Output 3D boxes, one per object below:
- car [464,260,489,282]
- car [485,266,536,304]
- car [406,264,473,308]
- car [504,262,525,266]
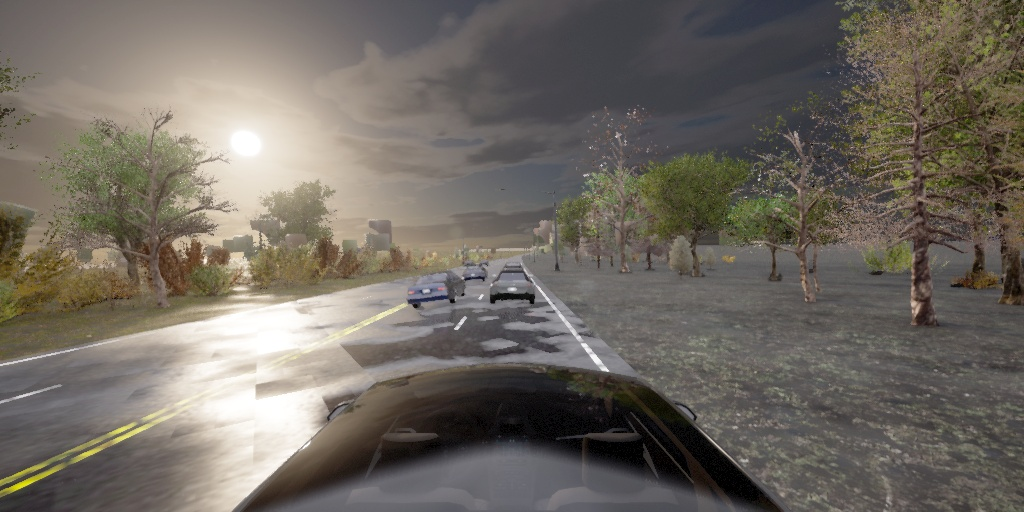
[{"bbox_3d":[-3.218,1.449,31.406,1.994,1.385,4.181,-6,2,0],"label":"car"},{"bbox_3d":[0.023,1.314,16.413,1.994,1.385,4.181,0,0,0],"label":"car"},{"bbox_3d":[-3.309,1.408,16.424,2.033,1.411,5.357,-7,0,0],"label":"car"},{"bbox_3d":[0.090,1.232,31.399,2.128,1.511,4.902,0,0,0],"label":"car"}]
